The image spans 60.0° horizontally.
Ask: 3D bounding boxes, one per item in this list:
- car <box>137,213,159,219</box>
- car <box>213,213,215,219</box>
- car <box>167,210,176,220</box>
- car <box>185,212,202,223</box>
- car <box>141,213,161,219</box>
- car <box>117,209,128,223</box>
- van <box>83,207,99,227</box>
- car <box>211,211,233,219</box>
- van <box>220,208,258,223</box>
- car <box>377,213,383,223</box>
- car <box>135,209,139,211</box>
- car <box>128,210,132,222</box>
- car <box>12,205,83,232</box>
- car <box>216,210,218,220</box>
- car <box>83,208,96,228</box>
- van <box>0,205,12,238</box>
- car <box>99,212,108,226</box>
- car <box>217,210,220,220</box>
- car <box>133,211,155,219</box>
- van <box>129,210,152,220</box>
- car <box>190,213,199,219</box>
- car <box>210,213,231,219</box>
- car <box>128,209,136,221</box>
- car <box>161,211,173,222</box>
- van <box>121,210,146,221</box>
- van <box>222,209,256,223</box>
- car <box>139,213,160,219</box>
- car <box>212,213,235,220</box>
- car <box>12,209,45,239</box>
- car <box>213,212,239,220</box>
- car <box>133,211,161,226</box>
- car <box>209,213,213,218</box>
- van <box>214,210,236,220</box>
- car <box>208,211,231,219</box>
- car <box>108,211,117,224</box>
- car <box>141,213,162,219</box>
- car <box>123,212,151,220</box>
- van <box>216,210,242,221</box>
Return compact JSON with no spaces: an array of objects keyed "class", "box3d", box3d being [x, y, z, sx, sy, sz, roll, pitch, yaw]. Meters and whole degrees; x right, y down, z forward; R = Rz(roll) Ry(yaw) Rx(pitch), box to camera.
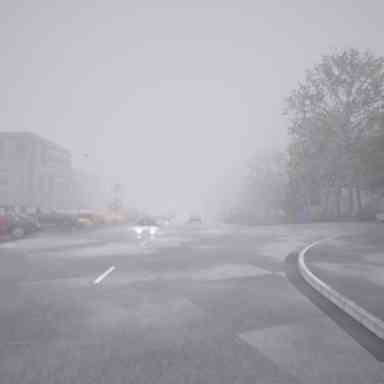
[{"class":"car","box3d":[-10.712,5.781,80.516,4.792,1.488,2.163,1,-4,-19]},{"class":"car","box3d":[6.844,4.436,59.756,4.674,1.452,2.002,2,-4,-19]},{"class":"car","box3d":[-4.444,4.764,69.519,2.150,2.045,5.566,0,-4,1]},{"class":"car","box3d":[0.420,3.713,47.965,2.033,1.411,5.357,0,-4,1]},{"class":"car","box3d":[-10.678,6.181,86.359,4.674,1.452,2.002,1,-4,-19]},{"class":"car","box3d":[-11.331,3.301,42.388,5.366,1.575,1.946,0,-3,-19]},{"class":"van","box3d":[-11.171,2.362,30.800,4.442,1.987,1.878,0,-4,-20]},{"class":"car","box3d":[7.015,5.422,77.381,4.553,1.767,2.185,2,-4,-19]},{"class":"van","box3d":[6.580,3.244,45.035,4.442,1.987,1.878,2,-3,-19]},{"class":"car","box3d":[15.072,1.600,22.393,4.718,1.301,1.895,-2,-2,-14]},{"class":"car","box3d":[-11.095,3.725,51.240,4.553,1.767,2.185,0,-4,-19]},{"class":"car","box3d":[-11.091,3.516,45.383,4.792,1.488,2.163,0,-4,-19]},{"class":"car","box3d":[-11.304,1.978,24.907,5.566,2.045,2.435,0,-4,-20]},{"class":"car","box3d":[6.786,4.063,53.874,4.674,1.452,2.002,2,-4,-19]},{"class":"car","box3d":[-11.129,2.405,27.876,5.366,1.575,1.946,0,-4,-20]},{"class":"van","box3d":[-11.490,1.571,16.072,4.442,1.987,1.878,0,-2,-20]},{"class":"car","box3d":[-11.277,2.796,33.657,4.792,1.488,2.163,0,-3,-19]},{"class":"car","box3d":[6.756,3.878,50.935,4.674,1.452,2.002,2,-4,-19]},{"class":"car","box3d":[-10.837,5.237,74.653,4.553,1.767,2.185,1,-4,-19]},{"class":"van","box3d":[-10.763,4.752,68.855,4.442,1.987,1.878,1,-4,-19]},{"class":"car","box3d":[0.710,5.995,83.524,2.128,1.511,4.902,0,-4,1]},{"class":"car","box3d":[7.131,5.970,83.269,4.792,1.488,2.163,2,-4,-19]},{"class":"car","box3d":[-11.084,3.670,48.306,4.892,1.521,2.231,0,-4,-19]},{"class":"car","box3d":[-4.674,4.124,54.281,1.994,1.385,4.181,0,-4,1]},{"class":"van","box3d":[-11.043,4.370,62.915,4.442,1.987,1.878,1,-4,-19]},{"class":"van","box3d":[6.830,3.435,48.060,4.442,1.987,1.878,2,-4,-19]},{"class":"car","box3d":[-10.719,5.947,83.438,4.892,1.521,2.231,1,-4,-19]},{"class":"car","box3d":[7.036,5.385,74.453,4.792,1.488,2.163,2,-4,-19]},{"class":"car","box3d":[-11.354,1.920,19.023,4.892,1.521,2.231,0,-2,-20]},{"class":"car","box3d":[6.936,4.968,68.570,4.892,1.521,2.231,2,-4,-19]},{"class":"car","box3d":[-4.894,3.092,37.061,1.895,1.301,4.718,0,-4,1]},{"class":"car","box3d":[6.738,4.766,65.568,5.366,1.575,1.946,2,-4,-19]},{"class":"van","box3d":[7.085,4.939,71.566,4.442,1.987,1.878,2,-4,-19]},{"class":"car","box3d":[7.115,5.883,86.199,5.566,2.045,2.435,2,-4,-19]},{"class":"car","box3d":[-11.396,2.942,36.538,5.366,1.575,1.946,0,-3,-19]},{"class":"car","box3d":[-10.817,6.331,89.222,5.366,1.575,1.946,1,-4,-19]},{"class":"car","box3d":[-10.894,4.785,65.870,5.008,1.535,2.097,1,-4,-19]},{"class":"van","box3d":[6.992,4.365,62.749,4.442,1.987,1.878,2,-4,-19]}]
